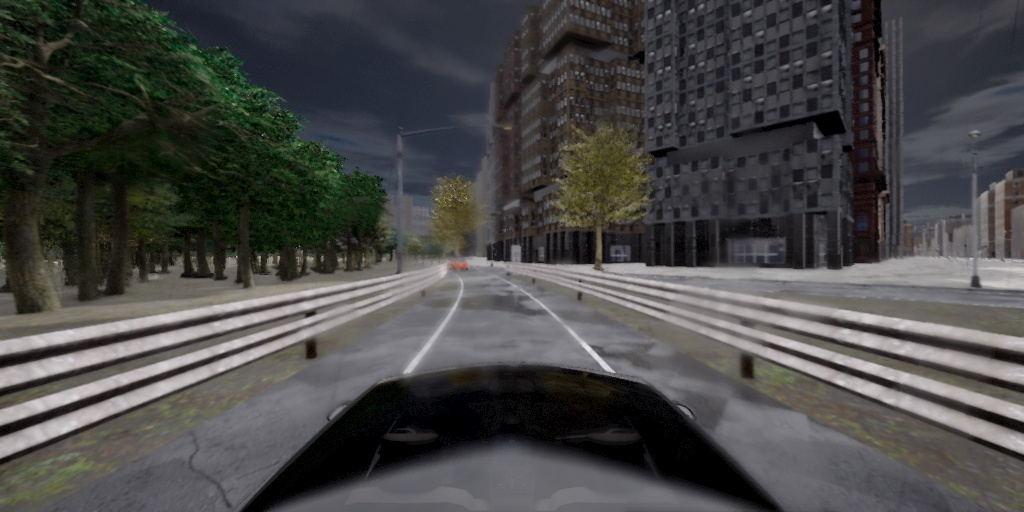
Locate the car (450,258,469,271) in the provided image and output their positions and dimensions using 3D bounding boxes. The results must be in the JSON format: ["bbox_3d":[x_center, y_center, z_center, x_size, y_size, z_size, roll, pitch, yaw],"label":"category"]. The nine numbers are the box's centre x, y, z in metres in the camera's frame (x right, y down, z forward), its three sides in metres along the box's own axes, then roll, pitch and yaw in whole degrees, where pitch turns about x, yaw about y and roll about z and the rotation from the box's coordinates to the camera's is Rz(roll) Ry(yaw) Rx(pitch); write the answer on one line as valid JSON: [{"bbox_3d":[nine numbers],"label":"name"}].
[{"bbox_3d":[-7.599,1.119,51.132,2.097,1.767,4.553,0,0,-18],"label":"car"}]
